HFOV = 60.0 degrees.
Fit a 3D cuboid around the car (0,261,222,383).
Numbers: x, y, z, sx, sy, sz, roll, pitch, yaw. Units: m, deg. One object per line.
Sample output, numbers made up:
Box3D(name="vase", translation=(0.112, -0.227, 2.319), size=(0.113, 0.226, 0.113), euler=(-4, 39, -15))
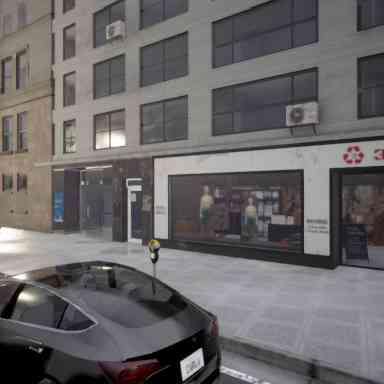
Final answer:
Box3D(name="car", translation=(-1.684, 1.566, 4.176), size=(4.313, 1.339, 1.947), euler=(0, 0, 36))
